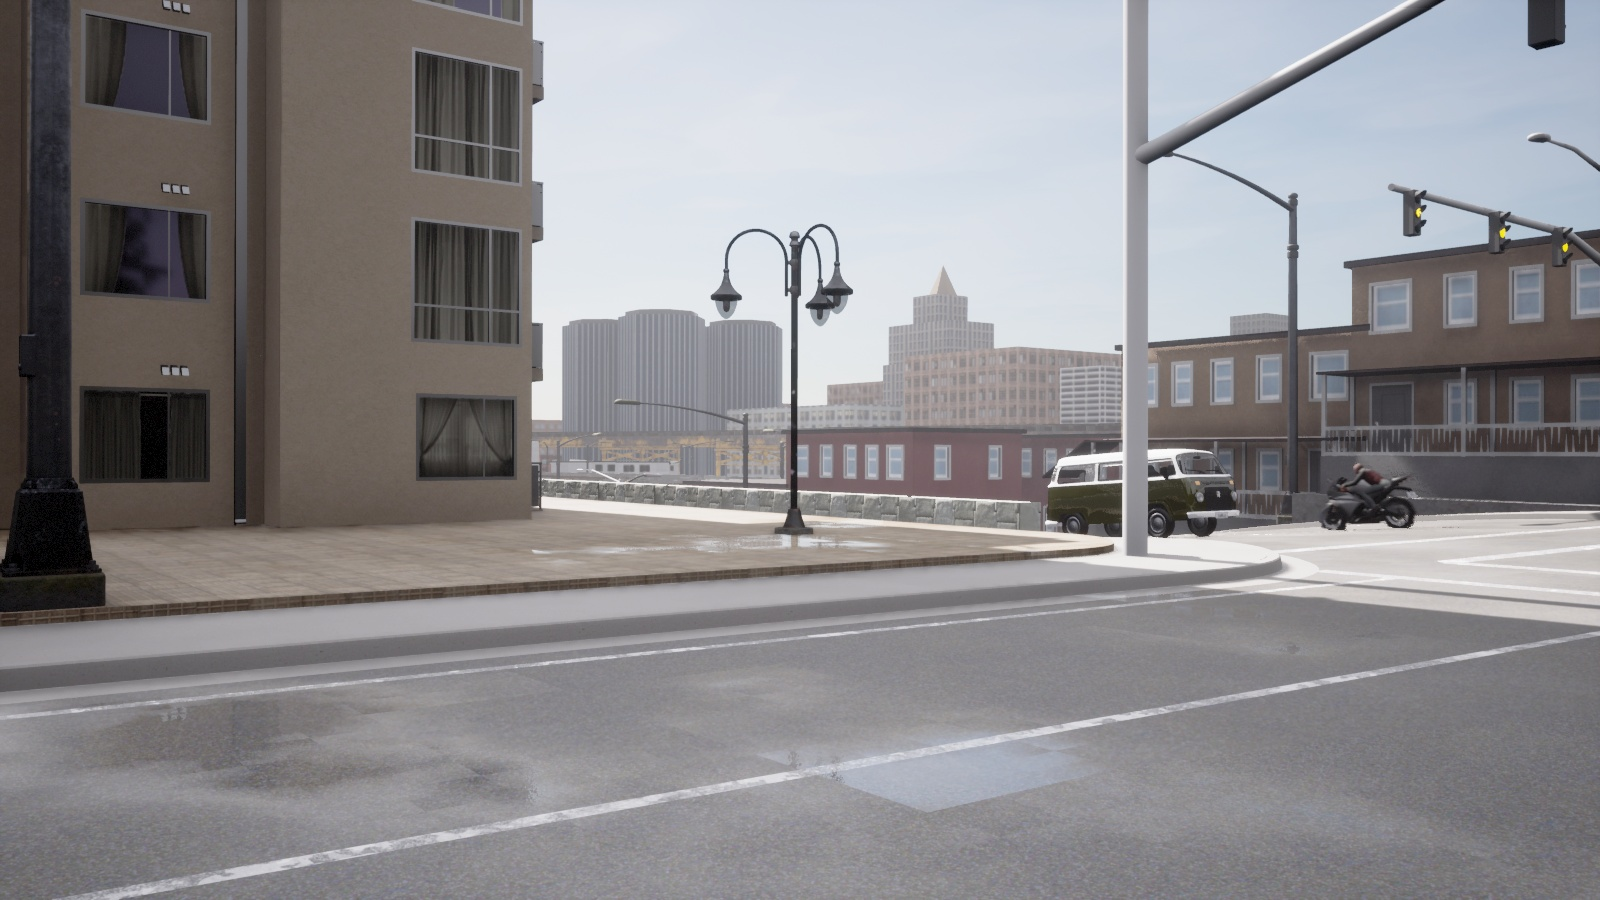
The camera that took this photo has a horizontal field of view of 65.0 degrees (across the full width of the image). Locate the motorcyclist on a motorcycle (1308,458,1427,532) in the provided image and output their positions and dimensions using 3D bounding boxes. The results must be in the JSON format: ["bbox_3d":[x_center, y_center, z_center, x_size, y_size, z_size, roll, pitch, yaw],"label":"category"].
[{"bbox_3d":[12.677,1.024,28.125,0.866,1.530,2.191,0,-5,-36],"label":"motorcyclist on a motorcycle"}]

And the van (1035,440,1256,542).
[{"bbox_3d":[7.825,0.996,28.884,2.069,2.038,4.480,0,-5,-36],"label":"van"}]
